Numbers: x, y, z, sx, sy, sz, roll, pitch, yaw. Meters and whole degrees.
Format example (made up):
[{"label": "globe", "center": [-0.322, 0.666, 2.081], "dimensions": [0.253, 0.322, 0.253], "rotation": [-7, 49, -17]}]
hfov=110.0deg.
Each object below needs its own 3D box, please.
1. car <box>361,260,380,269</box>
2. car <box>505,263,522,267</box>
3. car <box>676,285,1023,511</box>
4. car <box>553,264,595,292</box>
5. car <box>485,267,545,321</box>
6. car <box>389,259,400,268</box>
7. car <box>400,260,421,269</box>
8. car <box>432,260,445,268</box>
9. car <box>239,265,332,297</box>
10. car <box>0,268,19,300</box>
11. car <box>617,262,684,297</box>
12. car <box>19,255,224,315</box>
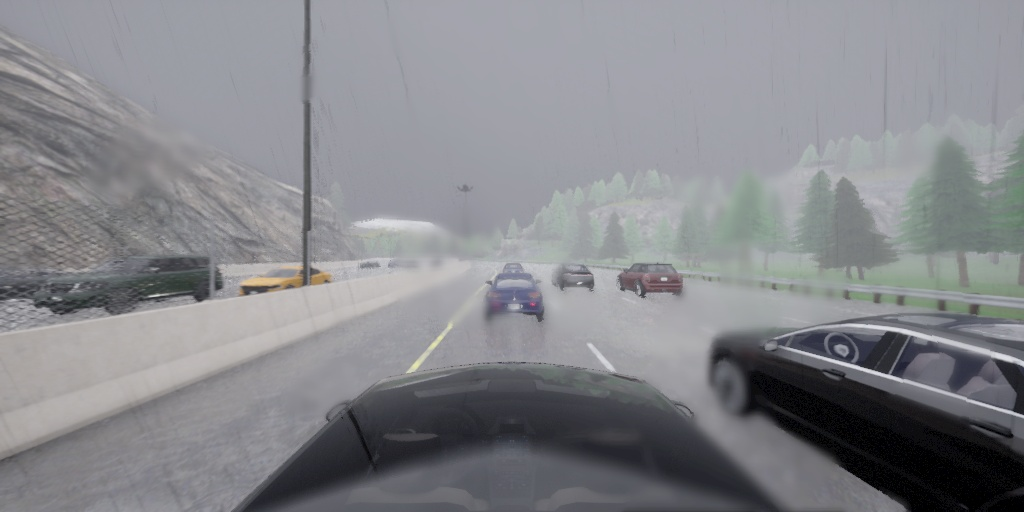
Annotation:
[{"label": "car", "center": [-22.456, 1.354, 57.058], "dimensions": [1.895, 1.301, 4.718], "rotation": [0, 0, -6]}, {"label": "car", "center": [0.109, 1.299, 30.503], "dimensions": [2.033, 1.411, 5.357], "rotation": [0, 0, 0]}, {"label": "car", "center": [3.601, 1.242, 3.001], "dimensions": [2.128, 1.511, 4.902], "rotation": [0, 0, 0]}, {"label": "car", "center": [3.606, 1.243, 21.449], "dimensions": [2.128, 1.511, 4.902], "rotation": [0, 0, 0]}, {"label": "car", "center": [0.090, 1.276, 12.345], "dimensions": [1.812, 1.442, 4.674], "rotation": [0, 0, 0]}, {"label": "car", "center": [-19.298, 1.279, 60.104], "dimensions": [1.812, 1.442, 4.674], "rotation": [0, 0, -7]}, {"label": "car", "center": [-15.180, 1.316, 54.662], "dimensions": [1.994, 1.385, 4.181], "rotation": [0, 0, -6]}, {"label": "car", "center": [-12.089, 1.301, 59.133], "dimensions": [2.033, 1.411, 5.357], "rotation": [0, 0, -6]}, {"label": "car", "center": [-10.595, 1.229, 17.193], "dimensions": [1.882, 1.535, 5.008], "rotation": [0, 0, 0]}, {"label": "car", "center": [-21.095, 1.243, 15.062], "dimensions": [2.128, 1.511, 4.902], "rotation": [0, 0, 0]}, {"label": "car", "center": [7.105, 1.103, 18.864], "dimensions": [2.097, 1.767, 4.553], "rotation": [0, 0, 0]}, {"label": "car", "center": [-14.097, 0.972, 13.872], "dimensions": [2.150, 2.045, 5.566], "rotation": [0, 0, 0]}]
